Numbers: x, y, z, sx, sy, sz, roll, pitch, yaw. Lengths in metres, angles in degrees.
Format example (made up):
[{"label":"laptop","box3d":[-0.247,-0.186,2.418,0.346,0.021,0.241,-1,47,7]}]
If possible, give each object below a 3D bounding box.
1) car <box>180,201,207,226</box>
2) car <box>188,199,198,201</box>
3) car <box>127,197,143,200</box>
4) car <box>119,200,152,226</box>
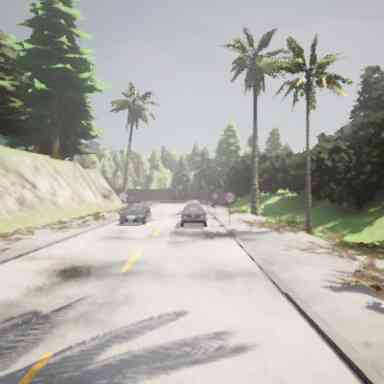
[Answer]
[{"label":"car","box3d":[0.110,1.648,24.073,2.033,1.411,5.357,0,0,0]},{"label":"car","box3d":[0.123,1.820,52.406,1.895,1.301,4.718,0,0,0]},{"label":"car","box3d":[-11.447,1.819,66.801,4.902,1.511,2.128,0,0,1]},{"label":"car","box3d":[-4.079,1.597,24.671,2.128,1.511,4.902,0,0,0]}]
